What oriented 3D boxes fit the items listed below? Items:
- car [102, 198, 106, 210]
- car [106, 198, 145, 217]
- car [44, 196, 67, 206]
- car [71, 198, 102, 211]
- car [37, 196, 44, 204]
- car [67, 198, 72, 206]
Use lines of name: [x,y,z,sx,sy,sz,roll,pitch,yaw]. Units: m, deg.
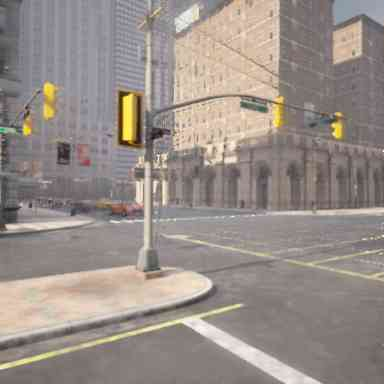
car: [-12.461,1.634,47.267,1.882,1.535,5.008,1,-1,-35]
car: [-6.345,1.477,32.762,2.097,1.767,4.553,1,0,-36]
car: [-23.233,1.633,56.504,1.837,1.490,4.892,1,-1,-35]
car: [-13.776,1.652,43.256,1.812,1.442,4.674,1,0,-36]
car: [-28.344,1.527,63.858,1.837,1.490,4.892,1,0,-35]
car: [-21.507,1.723,60.167,1.994,1.385,4.181,1,0,-35]
